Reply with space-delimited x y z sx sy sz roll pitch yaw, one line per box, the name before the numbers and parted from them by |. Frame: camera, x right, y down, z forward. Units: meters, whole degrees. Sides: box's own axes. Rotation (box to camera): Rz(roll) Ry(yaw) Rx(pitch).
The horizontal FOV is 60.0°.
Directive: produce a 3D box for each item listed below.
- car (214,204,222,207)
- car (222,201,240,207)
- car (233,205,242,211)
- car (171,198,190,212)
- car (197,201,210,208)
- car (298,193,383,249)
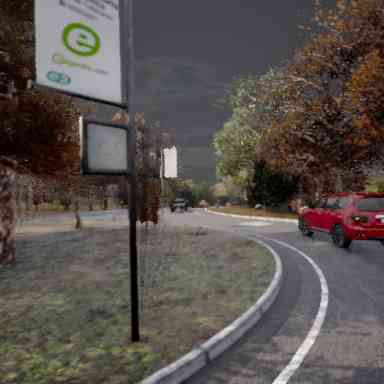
car | 6.550 3.792 82.148 1.837 1.490 4.892 -1 -5 16
car | 9.403 3.312 79.424 2.150 2.045 5.566 -1 -5 16
car | 12.292 4.237 89.396 1.812 1.442 4.674 -1 -5 17
car | -1.300 1.450 38.843 2.128 1.511 4.902 -1 0 4
car | 2.340 2.660 67.478 1.882 1.535 5.008 -1 -4 16
car | 6.418 1.074 13.996 2.150 2.045 5.566 -1 0 -4
